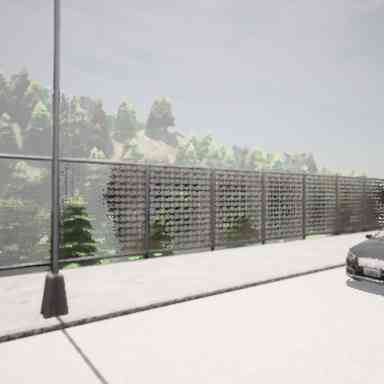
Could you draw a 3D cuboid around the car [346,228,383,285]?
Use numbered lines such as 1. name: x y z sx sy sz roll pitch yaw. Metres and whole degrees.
1. car: 6.062 1.569 8.933 4.902 1.511 2.128 1 0 -36
